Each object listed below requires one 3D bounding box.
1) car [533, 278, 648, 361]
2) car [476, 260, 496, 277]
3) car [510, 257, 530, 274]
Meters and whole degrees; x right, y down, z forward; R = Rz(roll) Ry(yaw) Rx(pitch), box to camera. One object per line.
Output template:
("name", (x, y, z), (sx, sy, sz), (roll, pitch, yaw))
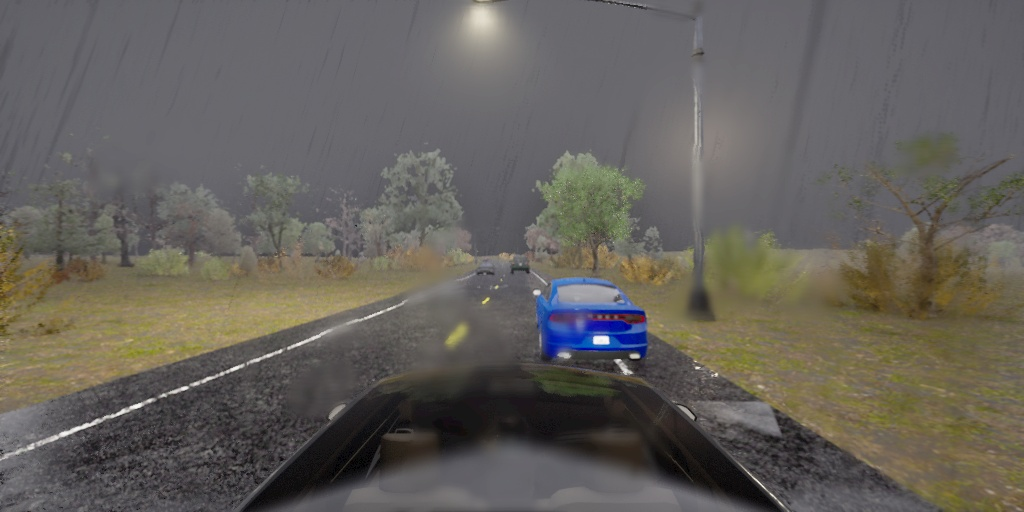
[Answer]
("car", (1.555, 1.245, 8.378), (1.882, 1.535, 5.008), (0, 0, 2))
("car", (-2.721, 1.418, 38.621), (2.033, 1.411, 5.357), (0, 0, 0))
("car", (0.961, 1.090, 43.723), (2.150, 2.045, 5.566), (0, 0, 0))
